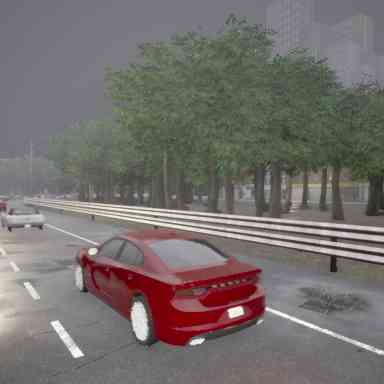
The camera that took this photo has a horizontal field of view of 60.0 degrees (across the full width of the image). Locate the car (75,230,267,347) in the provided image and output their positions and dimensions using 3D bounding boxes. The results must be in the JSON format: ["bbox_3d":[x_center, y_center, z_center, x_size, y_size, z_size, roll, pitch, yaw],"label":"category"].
[{"bbox_3d":[-0.812,1.495,6.562,1.882,1.535,5.008,0,0,-35],"label":"car"}]

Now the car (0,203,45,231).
[{"bbox_3d":[-10.512,1.599,20.508,1.895,1.301,4.718,0,0,-35],"label":"car"}]

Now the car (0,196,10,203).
[{"bbox_3d":[-21.306,1.475,36.030,1.882,1.535,5.008,0,0,-35],"label":"car"}]
